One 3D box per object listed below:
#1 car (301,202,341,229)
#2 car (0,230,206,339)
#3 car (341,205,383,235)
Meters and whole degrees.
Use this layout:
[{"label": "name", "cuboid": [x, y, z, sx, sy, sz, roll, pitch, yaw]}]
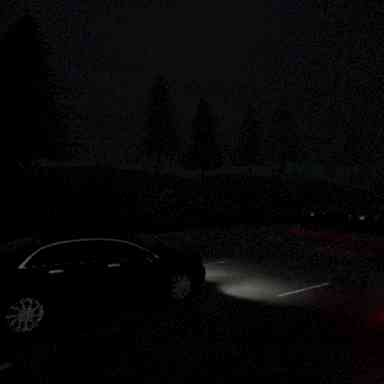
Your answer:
[{"label": "car", "cuboid": [9.832, 1.598, 23.653, 4.553, 1.767, 2.097, 1, 0, -35]}, {"label": "car", "cuboid": [-1.946, 1.530, 6.656, 4.892, 1.490, 1.837, 1, 0, -35]}, {"label": "car", "cuboid": [11.661, 1.594, 20.659, 4.553, 1.767, 2.097, 1, -1, -35]}]
